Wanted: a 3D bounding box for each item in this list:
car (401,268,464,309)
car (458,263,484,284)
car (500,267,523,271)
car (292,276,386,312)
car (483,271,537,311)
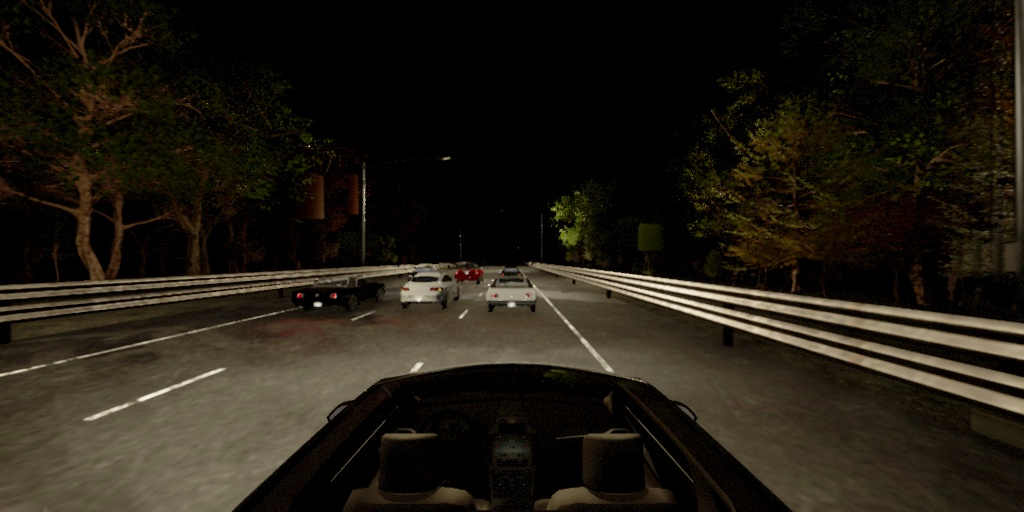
[{"bbox_3d":[-3.491,1.424,15.812,1.812,1.442,4.674,0,0,0],"label":"car"},{"bbox_3d":[-3.554,1.402,30.360,2.097,1.767,4.553,0,-1,0],"label":"car"},{"bbox_3d":[-0.054,1.616,30.406,1.994,1.385,4.181,0,-1,0],"label":"car"},{"bbox_3d":[-6.998,1.493,15.167,1.895,1.301,4.718,0,-1,0],"label":"car"},{"bbox_3d":[0.002,1.493,15.174,1.895,1.301,4.718,0,-1,0],"label":"car"}]
